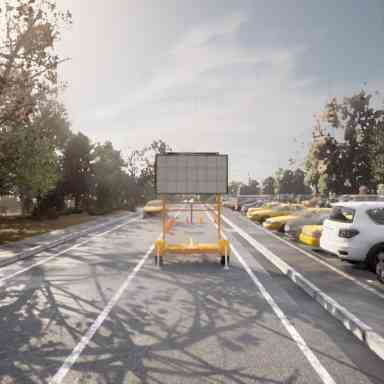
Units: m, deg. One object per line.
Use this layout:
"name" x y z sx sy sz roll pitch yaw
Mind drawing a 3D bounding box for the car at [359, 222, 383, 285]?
"car" 6.830 1.590 7.434 5.008 1.535 2.097 0 0 0

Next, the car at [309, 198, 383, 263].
"car" 6.876 1.329 10.209 5.566 2.045 2.435 0 0 0

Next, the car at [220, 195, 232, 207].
"car" 6.985 1.627 49.066 5.366 1.575 1.946 0 0 0

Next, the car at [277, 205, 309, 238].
"car" 6.900 1.563 15.762 4.892 1.521 2.231 0 0 0

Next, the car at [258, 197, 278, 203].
"car" 20.589 2.093 90.387 5.008 1.535 2.097 0 -1 0

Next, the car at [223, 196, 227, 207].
"car" 7.118 1.645 46.288 4.792 1.488 2.163 0 0 0

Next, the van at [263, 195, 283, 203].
"van" 20.665 1.749 84.852 4.442 1.987 1.878 0 -1 0

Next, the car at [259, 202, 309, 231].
"car" 6.731 1.549 18.540 5.366 1.575 1.946 0 0 0

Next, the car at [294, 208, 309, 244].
"car" 7.056 1.568 12.985 5.366 1.575 1.946 0 0 0

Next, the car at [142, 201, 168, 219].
"car" -3.195 1.536 29.591 1.882 1.535 5.008 0 0 0

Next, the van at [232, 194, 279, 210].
"van" 7.195 1.345 37.960 4.442 1.987 1.878 0 0 0

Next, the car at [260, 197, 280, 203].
"car" 20.565 2.035 87.617 4.892 1.521 2.231 0 -1 0

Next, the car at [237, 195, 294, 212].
"car" 7.063 1.418 32.411 4.553 1.767 2.185 0 0 0

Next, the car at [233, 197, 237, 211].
"car" 7.084 1.586 35.183 4.792 1.488 2.163 0 0 0

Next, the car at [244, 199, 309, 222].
"car" 6.778 1.533 24.213 5.366 1.575 1.946 0 0 0

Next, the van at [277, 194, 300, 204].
"van" 20.550 1.514 71.020 4.442 1.987 1.878 0 0 0

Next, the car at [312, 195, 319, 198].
"car" 20.198 1.356 46.090 5.566 2.045 2.435 0 0 0

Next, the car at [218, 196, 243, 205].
"car" 7.254 1.579 62.945 4.553 1.767 2.185 0 0 0

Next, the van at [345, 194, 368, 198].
"van" 20.273 1.337 37.779 4.442 1.987 1.878 0 0 0

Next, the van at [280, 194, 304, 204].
"van" 20.528 1.500 68.375 4.442 1.987 1.878 0 0 0

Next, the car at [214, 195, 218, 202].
"car" 7.054 1.672 57.394 5.366 1.575 1.946 0 0 0

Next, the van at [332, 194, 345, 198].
"van" 20.063 1.352 40.551 4.442 1.987 1.878 0 0 0

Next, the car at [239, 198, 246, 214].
"car" 7.003 1.536 29.631 4.892 1.521 2.231 0 0 0

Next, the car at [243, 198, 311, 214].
"car" 7.171 1.530 26.862 5.366 1.575 1.946 0 0 0

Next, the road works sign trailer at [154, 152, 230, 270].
"road works sign trailer" -0.014 0.480 11.132 2.380 3.560 2.880 0 0 -1

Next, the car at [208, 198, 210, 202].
"car" 7.522 2.105 90.682 5.008 1.535 2.097 0 -1 0

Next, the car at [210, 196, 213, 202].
"car" 7.406 1.512 74.050 5.566 2.045 2.435 0 0 0

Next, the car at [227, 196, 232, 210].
"car" 7.072 1.615 40.736 4.792 1.488 2.163 0 0 0

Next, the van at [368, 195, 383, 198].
"van" 20.002 1.310 32.225 4.442 1.987 1.878 0 0 0

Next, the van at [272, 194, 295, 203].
"van" 20.341 1.530 73.925 4.442 1.987 1.878 0 -1 0

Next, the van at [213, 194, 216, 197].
"van" 7.238 1.523 71.275 4.442 1.987 1.878 0 0 0

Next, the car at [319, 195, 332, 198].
"car" 20.175 1.341 43.320 5.566 2.045 2.435 0 0 0

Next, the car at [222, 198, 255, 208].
"car" 7.200 1.646 51.840 4.892 1.521 2.231 0 0 0

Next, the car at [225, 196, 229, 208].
"car" 7.095 1.630 43.512 4.792 1.488 2.163 0 0 0

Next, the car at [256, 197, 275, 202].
"car" 20.613 2.155 93.282 5.008 1.535 2.097 0 -1 0

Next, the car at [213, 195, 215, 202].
"car" 7.303 1.719 65.721 5.008 1.535 2.097 0 0 0

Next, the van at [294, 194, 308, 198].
"van" 20.436 1.441 57.295 4.442 1.987 1.878 0 0 0

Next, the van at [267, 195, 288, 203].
"van" 20.385 1.630 79.315 4.442 1.987 1.878 0 -1 0

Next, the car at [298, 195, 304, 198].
"car" 20.299 1.692 54.524 4.674 1.452 2.002 0 0 0

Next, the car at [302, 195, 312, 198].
"car" 20.267 1.636 51.630 5.008 1.535 2.097 0 0 0

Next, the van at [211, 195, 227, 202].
"van" 7.656 1.939 93.462 4.442 1.987 1.878 0 -1 0
